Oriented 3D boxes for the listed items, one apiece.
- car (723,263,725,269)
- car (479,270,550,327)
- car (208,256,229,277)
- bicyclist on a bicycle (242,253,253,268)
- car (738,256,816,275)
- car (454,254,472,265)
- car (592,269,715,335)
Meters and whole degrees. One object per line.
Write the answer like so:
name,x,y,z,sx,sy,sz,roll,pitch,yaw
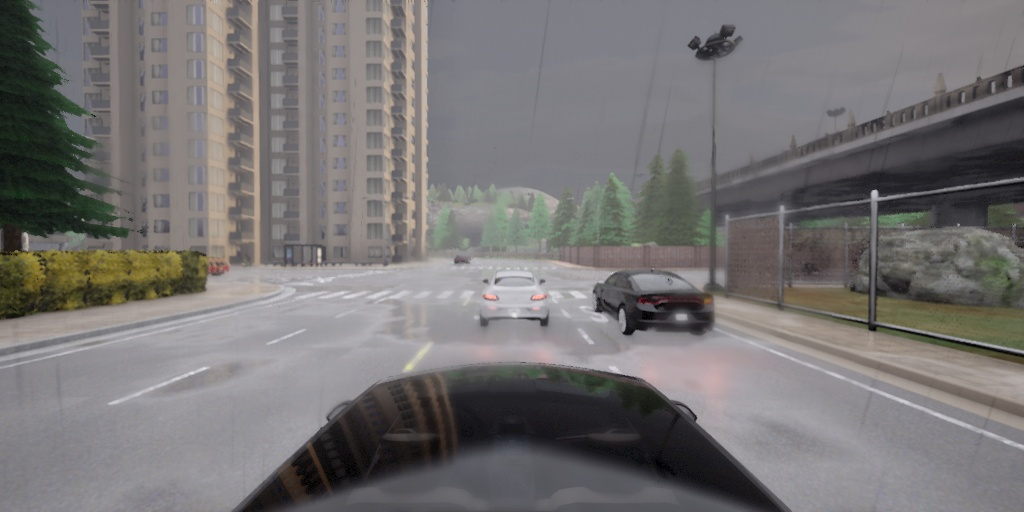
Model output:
car,22.716,0.786,34.054,4.902,1.511,2.128,0,1,0
car,0.065,1.129,10.831,1.812,1.442,4.674,0,1,0
car,-24.482,0.608,26.830,5.566,2.045,2.150,0,1,0
bicyclist on a bicycle,-28.624,0.492,38.810,0.582,1.620,1.656,0,1,0
car,22.682,0.898,30.557,5.357,1.411,2.033,0,1,0
car,-7.214,0.537,51.865,1.895,1.301,4.718,0,1,0
car,3.586,1.095,10.007,1.882,1.535,5.008,0,1,1
